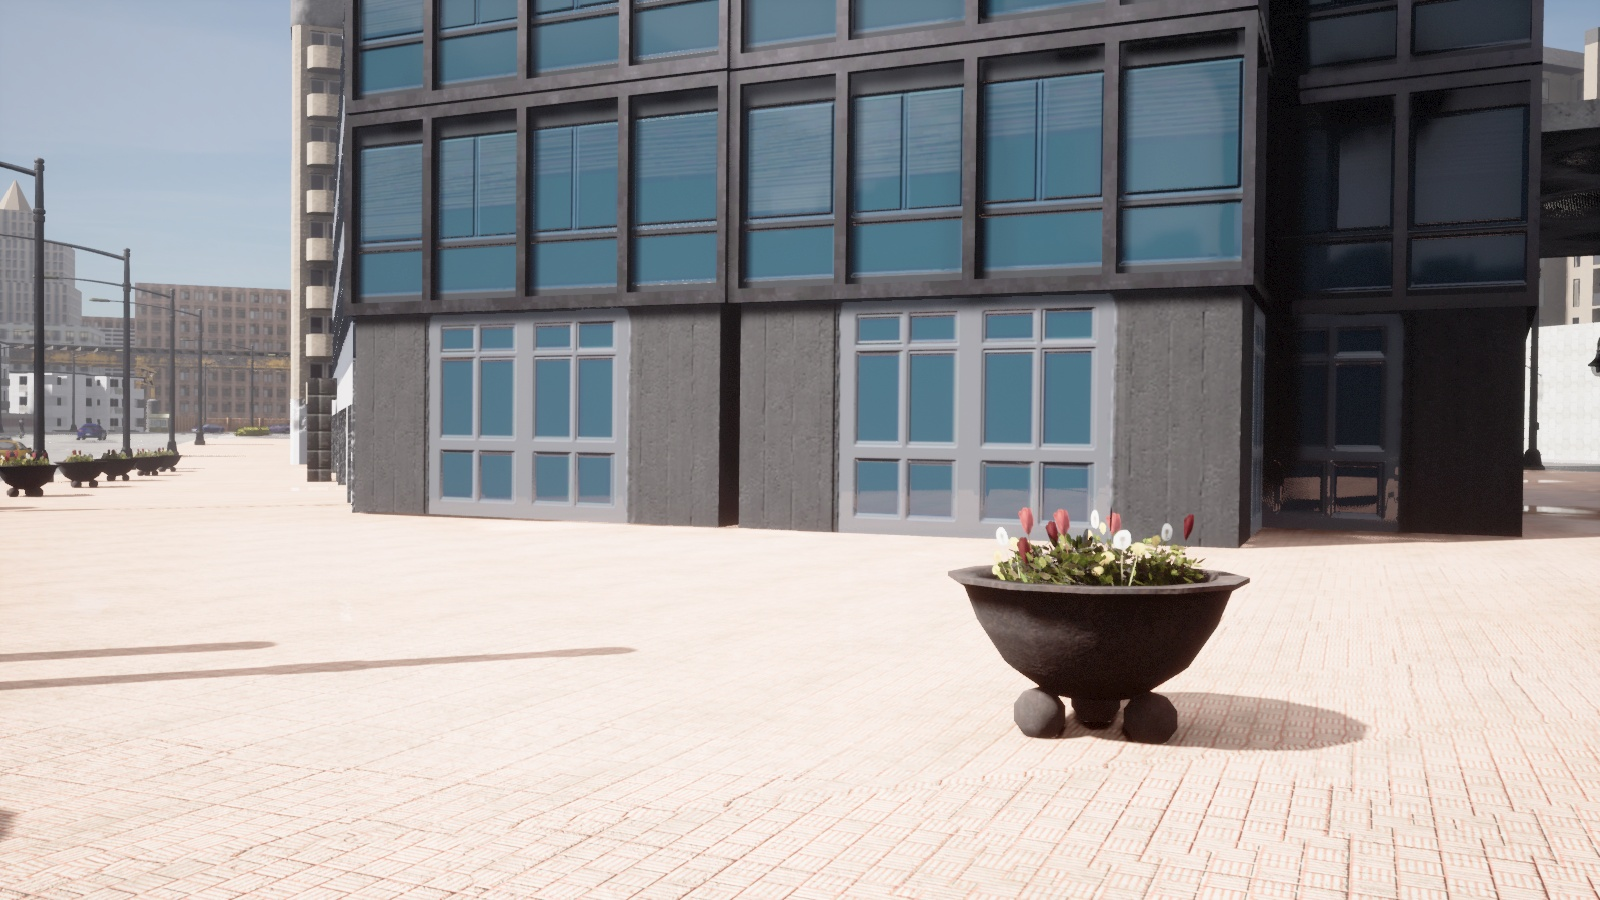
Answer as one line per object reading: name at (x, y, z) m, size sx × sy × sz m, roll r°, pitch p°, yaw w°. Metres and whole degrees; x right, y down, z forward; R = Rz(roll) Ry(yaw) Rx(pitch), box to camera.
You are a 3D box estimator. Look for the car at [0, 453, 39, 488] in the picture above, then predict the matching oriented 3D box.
car at (-39.763, 1.006, 62.995) m, size 1.801 × 1.575 × 5.366 m, roll -1°, pitch 1°, yaw -21°
